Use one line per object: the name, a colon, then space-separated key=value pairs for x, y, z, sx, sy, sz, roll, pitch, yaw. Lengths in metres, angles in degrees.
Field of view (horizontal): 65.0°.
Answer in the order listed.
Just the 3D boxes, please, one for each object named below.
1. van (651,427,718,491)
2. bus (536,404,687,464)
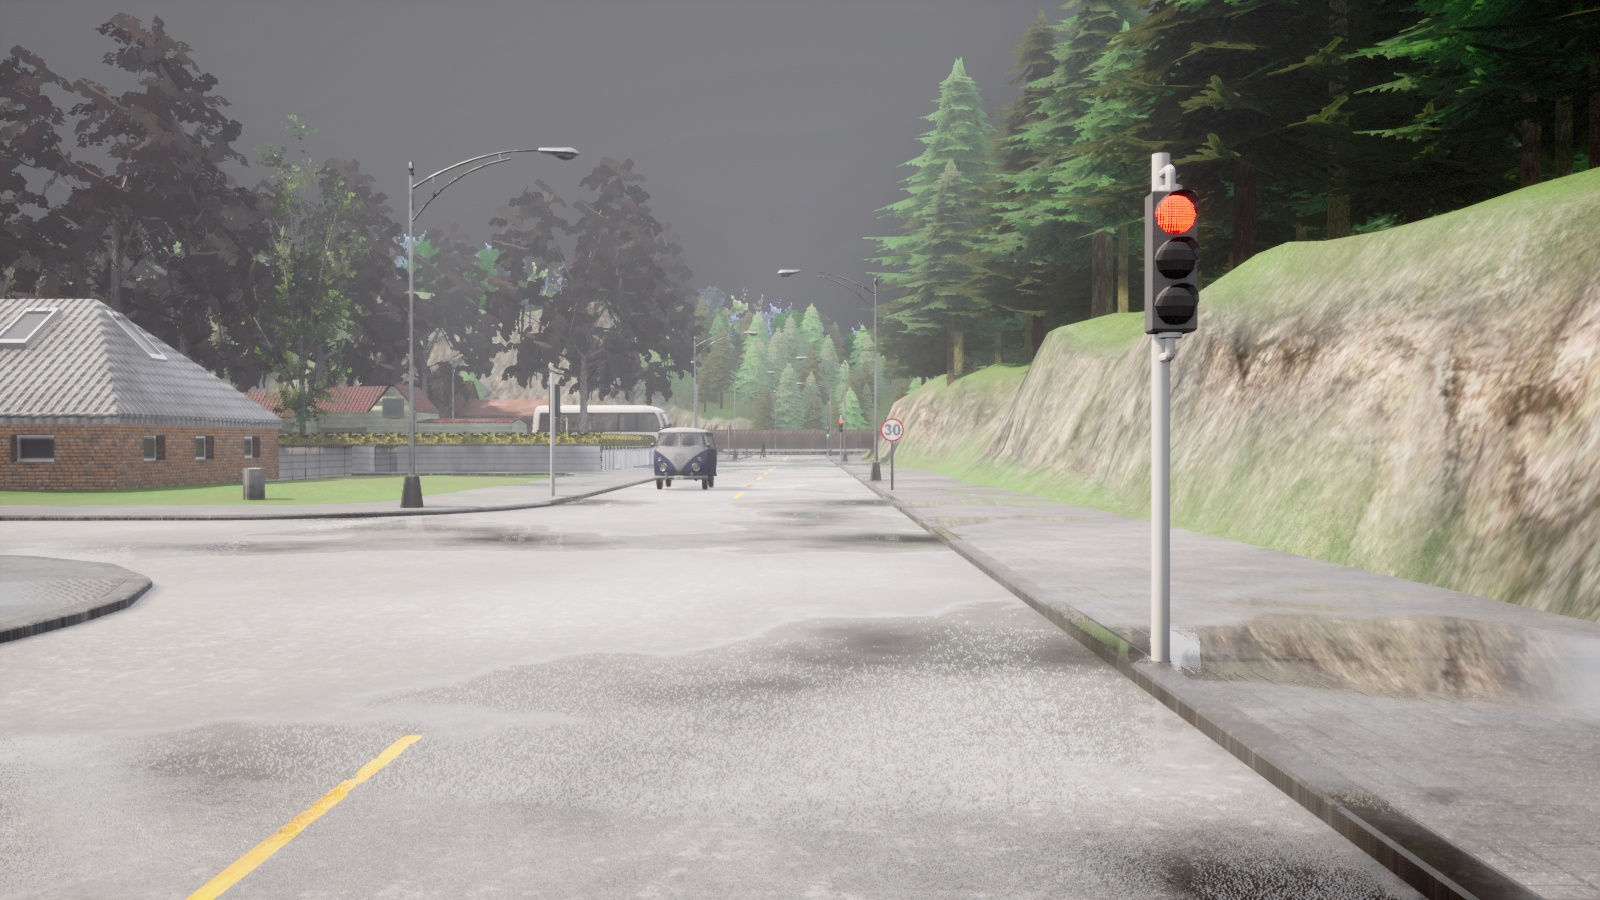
van: x=-3.750 y=0.263 z=41.344 sx=1.775 sy=1.987 sz=4.442 roll=0 pitch=0 yaw=0
bus: x=-13.709 y=-1.160 z=91.963 sx=10.273 sy=4.253 sz=3.944 roll=0 pitch=0 yaw=3
